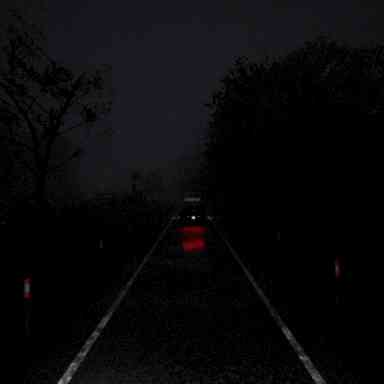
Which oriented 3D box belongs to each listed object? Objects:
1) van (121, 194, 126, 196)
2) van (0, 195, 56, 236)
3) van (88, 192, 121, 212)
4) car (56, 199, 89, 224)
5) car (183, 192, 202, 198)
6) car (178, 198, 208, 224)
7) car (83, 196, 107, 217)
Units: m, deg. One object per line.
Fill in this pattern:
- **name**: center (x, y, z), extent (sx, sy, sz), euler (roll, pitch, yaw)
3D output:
- **van**: center (-9.262, 1.020, 44.841), extent (1.878, 1.987, 4.442), euler (0, -1, -2)
- **van**: center (-9.075, 1.133, 17.182), extent (1.878, 1.987, 4.442), euler (0, 0, 2)
- **van**: center (-9.095, 1.055, 34.891), extent (1.878, 1.987, 4.442), euler (0, -1, -3)
- **car**: center (-9.077, 1.319, 22.868), extent (2.231, 1.521, 4.892), euler (0, -1, -2)
- **car**: center (0.045, 1.055, 41.008), extent (2.150, 2.045, 5.566), euler (0, 0, -1)
- **car**: center (0.096, 1.396, 23.806), extent (1.837, 1.490, 4.892), euler (0, 0, 0)
- **car**: center (-9.084, 1.331, 28.379), extent (2.163, 1.488, 4.792), euler (0, -1, -2)
